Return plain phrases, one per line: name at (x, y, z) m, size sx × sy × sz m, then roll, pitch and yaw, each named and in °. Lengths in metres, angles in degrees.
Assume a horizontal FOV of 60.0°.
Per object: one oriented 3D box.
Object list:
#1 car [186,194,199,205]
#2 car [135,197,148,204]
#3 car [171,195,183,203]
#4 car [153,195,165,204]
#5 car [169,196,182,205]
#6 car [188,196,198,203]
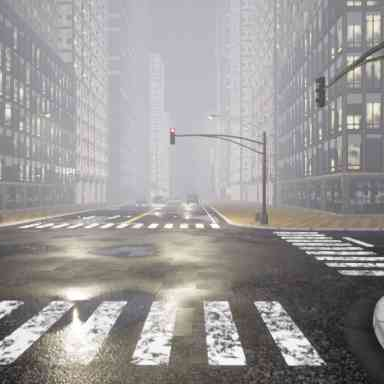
car at (0.120, 1.320, 60.201) m, size 2.150 × 2.045 × 5.566 m, roll 0°, pitch 0°, yaw 0°
car at (-9.622, 1.661, 64.357) m, size 2.033 × 1.411 × 5.357 m, roll 0°, pitch 0°, yaw 0°
car at (-3.110, 1.492, 70.178) m, size 2.128 × 1.511 × 4.902 m, roll 0°, pitch 0°, yaw 0°
car at (-6.372, 1.466, 64.381) m, size 2.097 × 1.767 × 4.553 m, roll 0°, pitch 0°, yaw 0°
car at (-3.130, 1.699, 60.206) m, size 1.895 × 1.301 × 4.718 m, roll 0°, pitch 0°, yaw 0°
car at (0.141, 1.538, 70.588) m, size 1.994 × 1.385 × 4.181 m, roll 0°, pitch 0°, yaw 0°
